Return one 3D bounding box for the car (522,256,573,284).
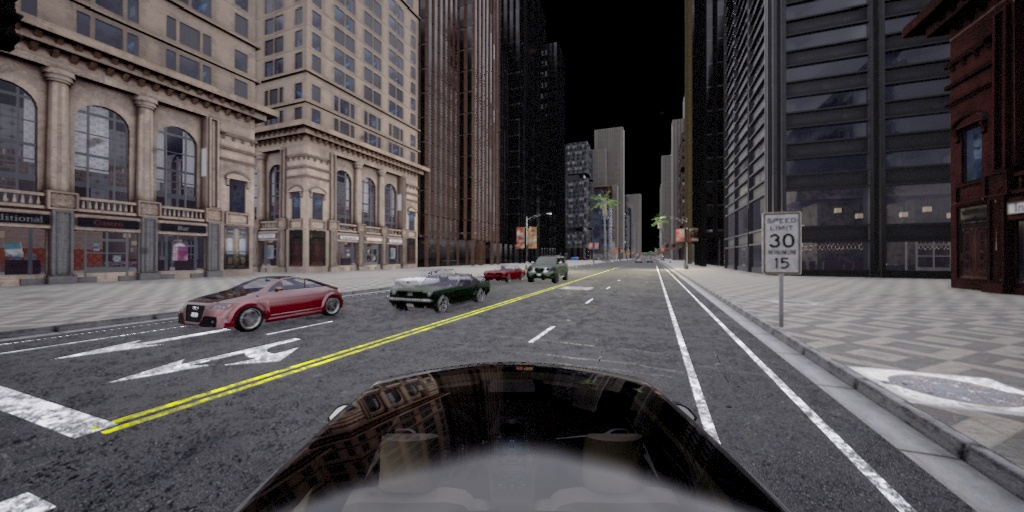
[{"bbox_3d":[2.921,0.990,28.152,2.150,2.045,5.566,0,0,21],"label":"car"}]

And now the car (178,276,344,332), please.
[{"bbox_3d":[-7.352,1.316,10.985,1.994,1.385,4.181,0,0,22],"label":"car"}]

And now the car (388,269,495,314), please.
[{"bbox_3d":[-2.628,1.356,14.115,1.895,1.301,4.718,0,0,22],"label":"car"}]

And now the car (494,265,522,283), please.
[{"bbox_3d":[-0.479,1.369,28.401,1.895,1.301,4.718,0,0,22],"label":"car"}]

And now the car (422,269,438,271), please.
[{"bbox_3d":[-4.139,1.359,19.136,1.895,1.301,4.718,0,0,22],"label":"car"}]
